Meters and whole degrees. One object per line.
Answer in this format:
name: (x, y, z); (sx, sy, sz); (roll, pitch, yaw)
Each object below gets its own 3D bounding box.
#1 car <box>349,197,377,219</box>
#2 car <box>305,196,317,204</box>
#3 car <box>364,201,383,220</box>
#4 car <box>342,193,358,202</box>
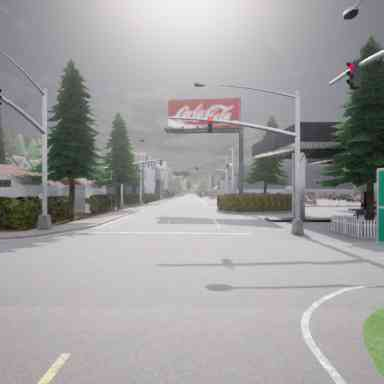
car: (14.379, 1.504, 24.949); (3.866, 1.878, 1.905); (0, 0, 0)
car: (22.532, 1.552, 64.012); (1.970, 1.475, 3.806); (0, 0, 0)
car: (18.709, 1.672, 30.617); (4.611, 1.667, 2.242); (0, 0, 0)
car: (34.940, 1.489, 71.797); (2.007, 1.523, 4.514); (0, 0, 0)
